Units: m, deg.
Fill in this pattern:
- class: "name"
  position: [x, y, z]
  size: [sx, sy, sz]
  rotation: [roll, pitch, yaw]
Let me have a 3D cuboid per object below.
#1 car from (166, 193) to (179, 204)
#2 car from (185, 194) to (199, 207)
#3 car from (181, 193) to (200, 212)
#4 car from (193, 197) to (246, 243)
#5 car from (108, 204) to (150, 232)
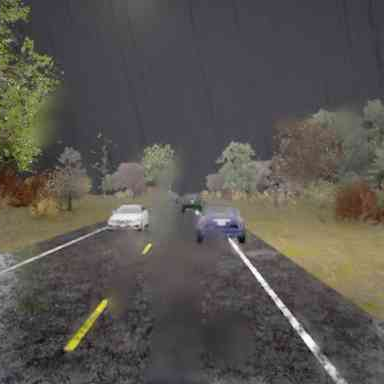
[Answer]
- class: "car"
  position: [-3.540, 1.134, 60.897]
  size: [2.150, 2.045, 5.566]
  rotation: [0, 0, 1]
- class: "car"
  position: [-0.008, 1.260, 49.871]
  size: [2.097, 1.767, 4.553]
  rotation: [0, 0, 0]
- class: "car"
  position: [0.026, 1.133, 36.746]
  size: [2.150, 2.045, 5.566]
  rotation: [0, 0, 0]
- class: "car"
  position: [1.222, 1.304, 15.861]
  size: [2.097, 1.767, 4.553]
  rotation: [0, 0, 0]
- class: "car"
  position: [-3.602, 1.467, 19.607]
  size: [1.812, 1.442, 4.674]
  rotation: [0, 0, 0]
